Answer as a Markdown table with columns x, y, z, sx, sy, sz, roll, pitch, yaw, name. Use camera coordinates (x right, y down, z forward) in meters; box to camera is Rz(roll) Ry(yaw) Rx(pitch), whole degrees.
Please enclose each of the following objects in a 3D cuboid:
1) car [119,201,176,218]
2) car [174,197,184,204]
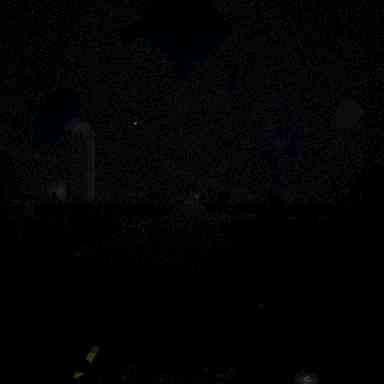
| x | y | z | sx | sy | sz | roll | pitch | yaw | name |
| --- | --- | --- | --- | --- | --- | --- | --- | --- | --- |
| -4.125 | 1.667 | 30.378 | 4.718 | 1.301 | 1.895 | 0 | 1 | 0 | car |
| -2.772 | 1.844 | 70.625 | 1.882 | 1.535 | 5.008 | 0 | -1 | 0 | car |
